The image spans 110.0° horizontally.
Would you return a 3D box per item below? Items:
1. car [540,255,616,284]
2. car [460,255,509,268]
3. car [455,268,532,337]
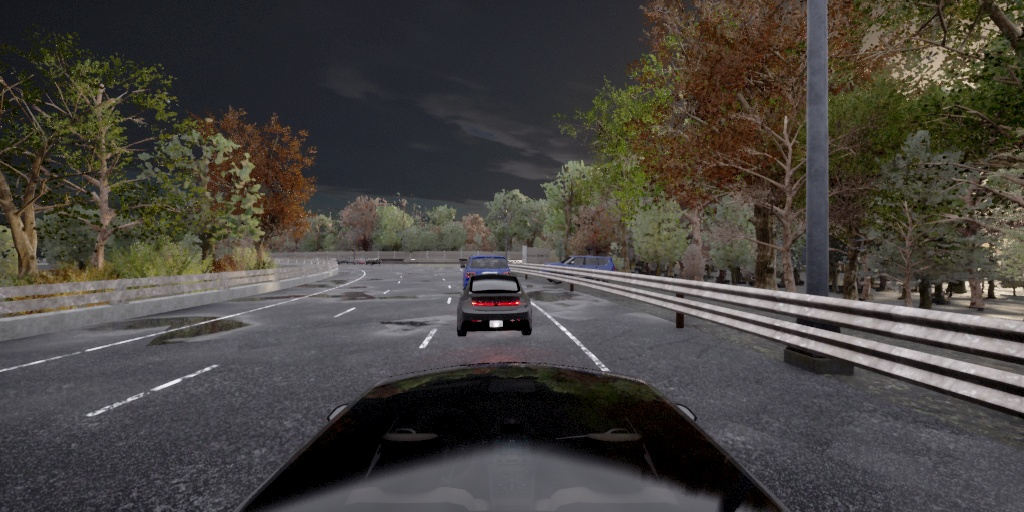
[{"bbox_3d":[4.821,0.955,26.154,5.566,2.045,2.150,3,1,-9],"label":"car"},{"bbox_3d":[-1.334,0.971,17.836,2.150,2.045,5.566,0,0,-8],"label":"car"},{"bbox_3d":[-0.561,1.254,10.358,1.837,1.490,4.892,0,0,-5],"label":"car"}]
